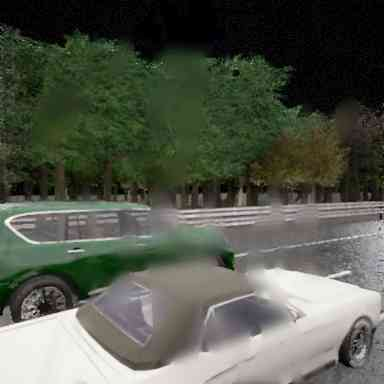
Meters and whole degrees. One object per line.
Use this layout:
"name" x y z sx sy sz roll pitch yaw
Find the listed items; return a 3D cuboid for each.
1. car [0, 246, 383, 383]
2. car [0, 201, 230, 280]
"car" 0.333 1.580 3.985 4.718 1.301 1.895 -1 0 -36
"car" -1.660 1.200 6.879 5.566 2.045 2.150 -1 0 -36
